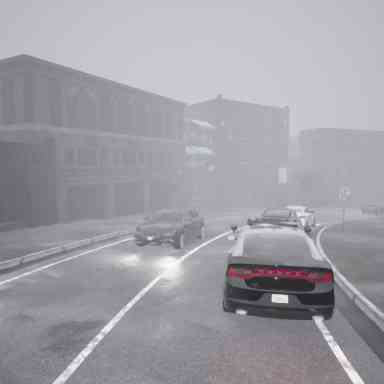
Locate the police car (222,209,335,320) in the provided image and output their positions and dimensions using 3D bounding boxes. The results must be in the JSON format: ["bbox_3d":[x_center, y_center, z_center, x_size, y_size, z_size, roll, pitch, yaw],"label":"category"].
[{"bbox_3d":[1.816,1.432,7.625,1.930,1.638,5.238,1,0,10],"label":"police car"}]

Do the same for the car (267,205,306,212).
[{"bbox_3d":[4.436,1.543,16.602,1.837,1.490,4.892,2,0,22],"label":"car"}]

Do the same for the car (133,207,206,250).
[{"bbox_3d":[-0.773,1.432,14.284,1.837,1.490,4.892,1,0,18],"label":"car"}]

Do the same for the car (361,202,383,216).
[{"bbox_3d":[22.136,1.992,39.570,4.902,1.511,2.128,2,3,-33],"label":"car"}]

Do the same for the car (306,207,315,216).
[{"bbox_3d":[6.858,1.607,21.746,1.812,1.442,4.674,2,1,29],"label":"car"}]
